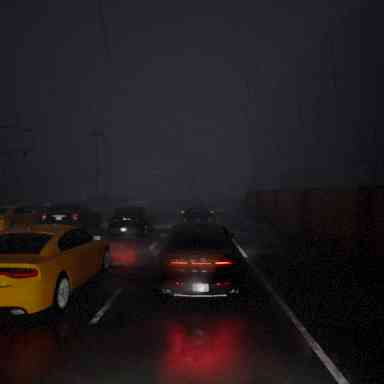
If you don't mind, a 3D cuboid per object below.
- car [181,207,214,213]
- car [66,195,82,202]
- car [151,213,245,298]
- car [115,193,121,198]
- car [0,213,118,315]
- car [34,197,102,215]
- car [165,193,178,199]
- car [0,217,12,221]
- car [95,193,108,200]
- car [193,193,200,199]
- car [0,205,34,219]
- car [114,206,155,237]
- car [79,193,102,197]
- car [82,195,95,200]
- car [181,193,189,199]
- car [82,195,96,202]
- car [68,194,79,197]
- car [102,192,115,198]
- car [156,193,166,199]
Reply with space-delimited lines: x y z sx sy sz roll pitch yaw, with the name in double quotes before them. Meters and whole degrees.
"car" 0.313 1.564 19.073 1.994 1.385 4.181 0 0 1
"car" -27.001 1.467 76.255 1.994 1.385 4.181 0 0 1
"car" 0.186 1.505 8.515 1.837 1.490 4.892 0 0 1
"car" -19.801 1.172 86.175 2.097 1.767 4.553 0 1 1
"car" -3.324 1.478 7.691 1.882 1.535 5.008 0 0 1
"car" -6.692 1.351 18.909 2.097 1.767 4.553 0 0 1
"car" -5.625 1.217 94.765 2.128 1.511 4.902 0 1 1
"car" -6.812 1.564 8.509 1.994 1.385 4.181 0 0 0
"car" -23.303 1.174 86.083 2.097 1.767 4.553 0 1 1
"car" 1.382 1.242 95.041 1.994 1.385 4.181 0 1 1
"car" -10.193 1.478 18.843 1.882 1.535 5.008 0 0 1
"car" -3.199 1.506 18.120 1.837 1.490 4.892 0 0 1
"car" -20.200 1.311 66.102 2.097 1.767 4.553 0 0 1
"car" -26.799 1.411 86.344 1.895 1.301 4.718 0 1 1
"car" -2.118 1.046 95.079 2.097 1.767 4.553 0 1 1
"car" -23.505 1.469 76.020 1.994 1.385 4.181 0 0 1
"car" -23.699 1.330 66.162 2.097 1.767 4.553 0 0 1
"car" -20.005 1.141 75.983 2.150 2.045 5.566 0 0 1
"car" -9.125 1.170 94.839 1.882 1.535 5.008 0 1 1
